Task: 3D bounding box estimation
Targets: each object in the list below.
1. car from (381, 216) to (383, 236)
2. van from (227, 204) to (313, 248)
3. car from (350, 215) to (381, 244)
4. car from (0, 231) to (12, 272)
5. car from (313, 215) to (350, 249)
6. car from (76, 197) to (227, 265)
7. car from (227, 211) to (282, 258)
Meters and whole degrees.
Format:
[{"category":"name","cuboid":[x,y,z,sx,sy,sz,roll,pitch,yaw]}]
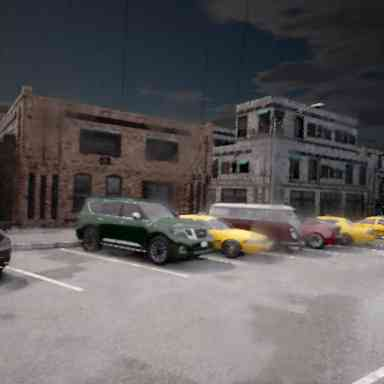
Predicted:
[{"category":"car","cuboid":[12.297,2.344,22.481,5.366,1.575,1.946,1,-1,35]},{"category":"van","cuboid":[2.990,1.573,15.555,4.442,1.987,1.878,1,-2,35]},{"category":"car","cuboid":[7.514,2.067,19.105,5.366,1.575,1.946,1,-1,35]},{"category":"car","cuboid":[-6.671,1.296,8.807,4.892,1.521,2.231,1,0,35]},{"category":"car","cuboid":[5.246,1.964,17.320,4.792,1.488,2.163,1,-1,35]},{"category":"car","cuboid":[-1.868,1.271,12.208,5.566,2.045,2.435,1,-2,35]},{"category":"car","cuboid":[0.643,1.658,13.812,5.366,1.575,1.946,1,-2,35]}]
